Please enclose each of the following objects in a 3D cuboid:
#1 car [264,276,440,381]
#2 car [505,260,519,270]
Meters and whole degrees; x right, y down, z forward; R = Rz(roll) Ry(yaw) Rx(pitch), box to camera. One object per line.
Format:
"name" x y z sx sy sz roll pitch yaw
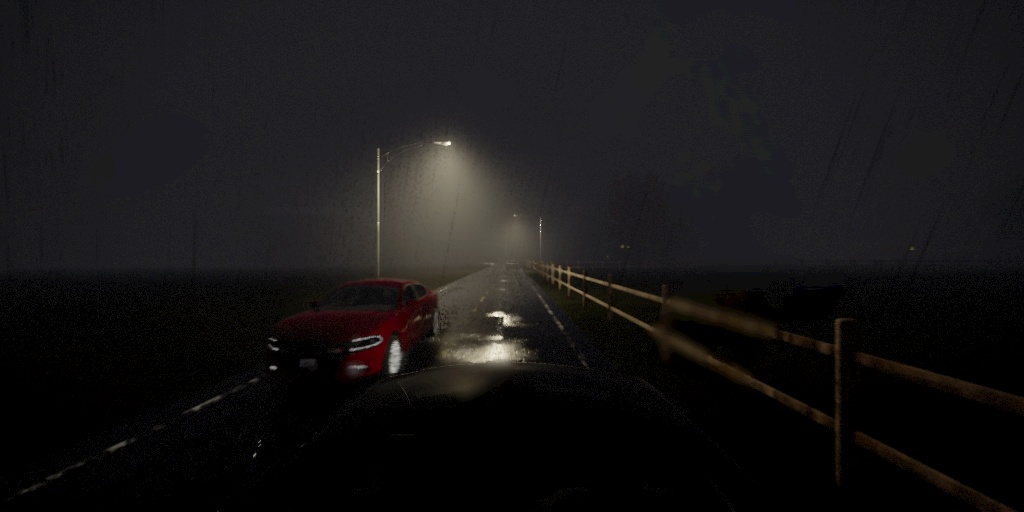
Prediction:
"car" -2.826 1.229 7.485 1.882 1.535 5.008 0 0 0
"car" 0.010 1.336 55.803 2.128 1.511 4.902 0 0 0
